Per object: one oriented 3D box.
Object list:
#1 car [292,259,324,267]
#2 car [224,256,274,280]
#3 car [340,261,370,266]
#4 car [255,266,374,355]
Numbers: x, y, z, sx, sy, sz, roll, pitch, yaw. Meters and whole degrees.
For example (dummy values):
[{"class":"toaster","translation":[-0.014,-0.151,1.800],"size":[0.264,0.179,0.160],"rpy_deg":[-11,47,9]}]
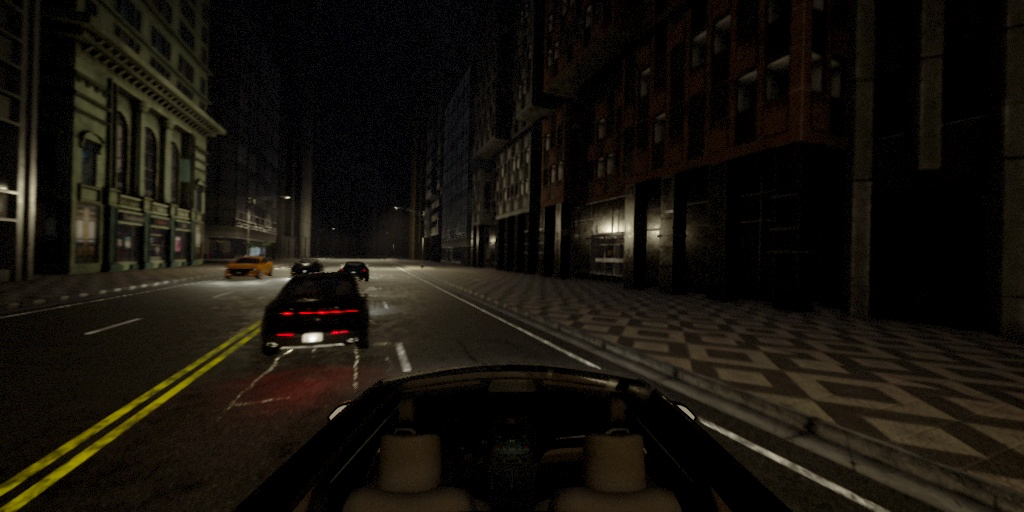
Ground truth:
[{"class":"car","translation":[-15.973,0.916,28.217],"size":[1.994,1.385,4.181],"rpy_deg":[1,0,-22]},{"class":"car","translation":[-18.182,0.773,24.997],"size":[1.882,1.535,5.008],"rpy_deg":[1,0,-22]},{"class":"car","translation":[-11.029,1.040,25.132],"size":[1.994,1.385,4.181],"rpy_deg":[1,0,-22]},{"class":"car","translation":[-4.345,1.146,8.463],"size":[1.837,1.490,4.892],"rpy_deg":[1,0,-22]}]
